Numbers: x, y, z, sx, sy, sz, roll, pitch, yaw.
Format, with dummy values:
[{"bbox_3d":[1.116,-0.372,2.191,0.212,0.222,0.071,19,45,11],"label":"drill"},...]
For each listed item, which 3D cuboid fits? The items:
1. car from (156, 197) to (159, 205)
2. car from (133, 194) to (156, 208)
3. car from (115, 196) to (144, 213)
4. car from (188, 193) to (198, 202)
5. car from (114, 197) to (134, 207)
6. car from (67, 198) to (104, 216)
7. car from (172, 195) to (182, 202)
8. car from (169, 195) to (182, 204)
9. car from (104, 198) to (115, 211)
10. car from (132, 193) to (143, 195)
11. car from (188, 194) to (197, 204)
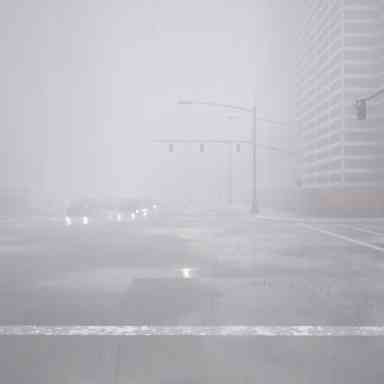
[{"bbox_3d":[-6.963,1.601,58.505,1.895,1.301,4.718,0,0,0],"label":"car"},{"bbox_3d":[-7.001,1.491,48.181,2.128,1.511,4.902,0,0,0],"label":"car"},{"bbox_3d":[-7.024,1.505,37.830,1.837,1.490,4.892,0,0,0],"label":"car"},{"bbox_3d":[0.148,1.184,74.335,2.097,1.767,4.553,0,0,0],"label":"car"},{"bbox_3d":[-10.492,1.547,51.759,2.033,1.411,5.357,0,0,0],"label":"car"},{"bbox_3d":[-10.572,1.352,32.716,2.097,1.767,4.553,0,0,1],"label":"car"},{"bbox_3d":[-3.352,1.354,74.372,2.128,1.511,4.902,0,0,0],"label":"car"},{"bbox_3d":[-3.373,1.491,64.088,2.128,1.511,4.902,0,0,0],"label":"car"},{"bbox_3d":[-10.514,1.477,41.848,1.882,1.535,5.008,0,0,0],"label":"car"},{"bbox_3d":[-10.432,1.477,62.040,1.882,1.535,5.008,0,0,0],"label":"car"},{"bbox_3d":[0.127,1.547,64.081,2.033,1.411,5.357,0,0,0],"label":"car"}]
